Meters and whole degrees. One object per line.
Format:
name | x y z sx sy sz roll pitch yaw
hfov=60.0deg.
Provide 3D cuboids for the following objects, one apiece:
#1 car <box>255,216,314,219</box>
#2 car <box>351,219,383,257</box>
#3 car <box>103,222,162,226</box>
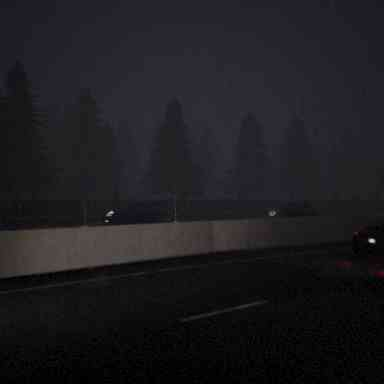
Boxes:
car | 6.680 1.429 23.424 4.553 1.767 2.097 0 0 -24
car | 7.857 1.634 12.135 4.181 1.385 1.994 0 0 -27
car | -3.763 1.355 21.944 4.553 1.767 2.097 0 0 -30
